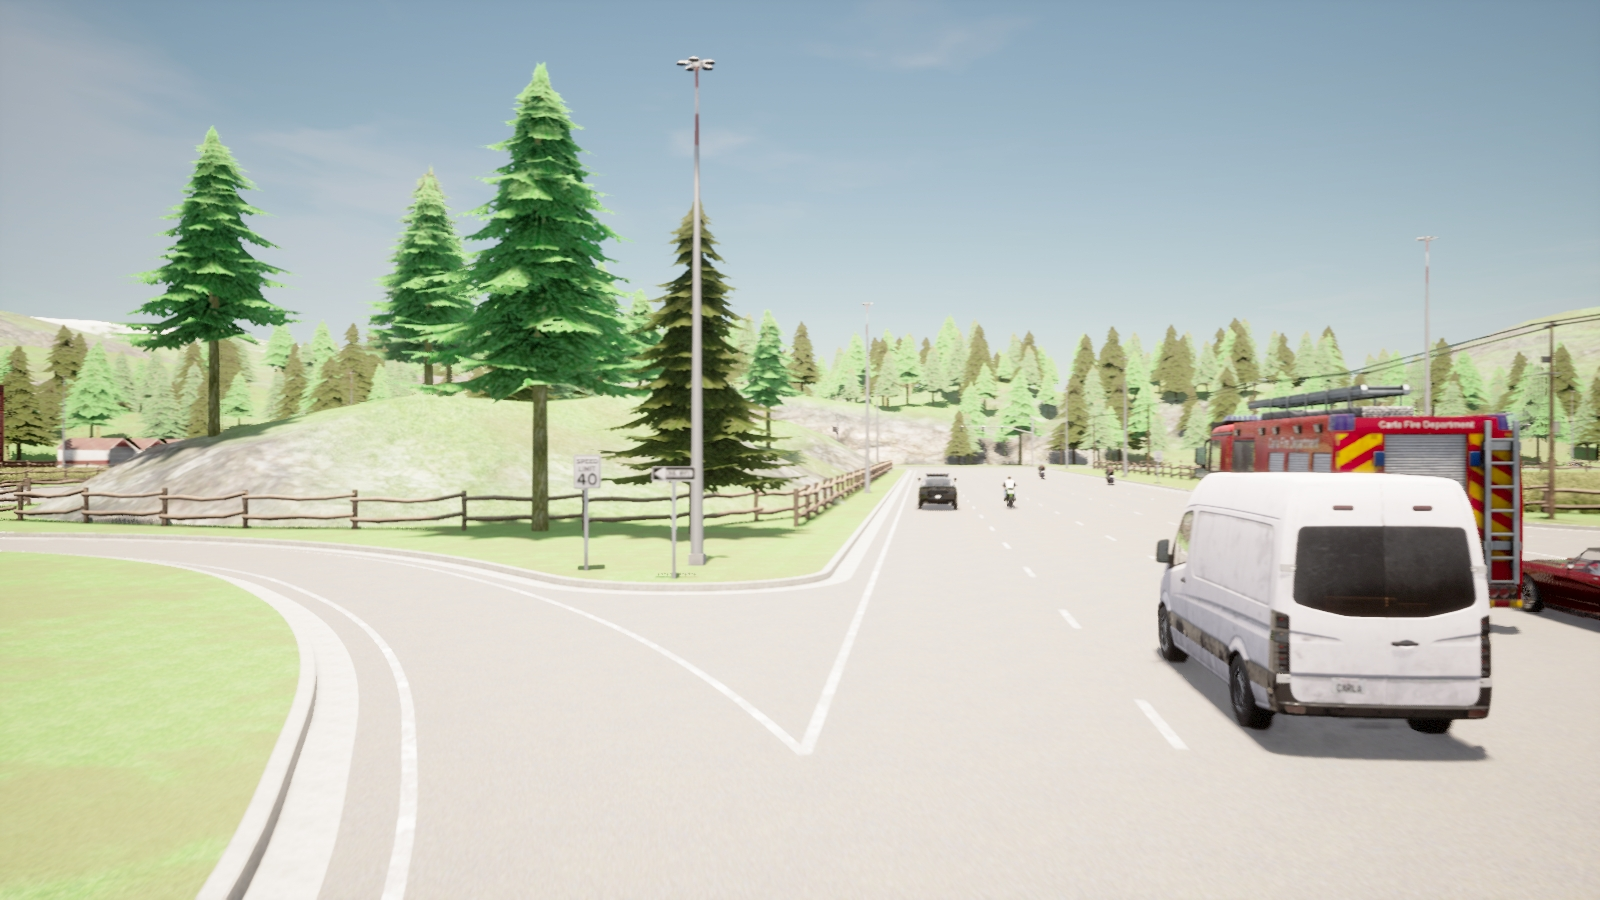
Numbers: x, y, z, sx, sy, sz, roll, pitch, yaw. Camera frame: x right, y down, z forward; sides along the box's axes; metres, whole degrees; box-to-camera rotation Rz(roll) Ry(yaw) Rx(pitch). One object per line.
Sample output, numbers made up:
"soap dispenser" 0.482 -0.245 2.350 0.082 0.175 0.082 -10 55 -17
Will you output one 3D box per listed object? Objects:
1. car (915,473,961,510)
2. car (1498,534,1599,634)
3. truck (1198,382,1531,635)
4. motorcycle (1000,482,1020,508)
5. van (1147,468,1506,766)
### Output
"car" 6.710 1.979 55.811 2.097 1.638 5.238 0 0 6
"car" 13.167 2.149 17.970 1.895 1.301 4.718 0 0 6
"truck" 10.049 0.886 21.619 2.891 3.827 8.468 0 0 6
"motorcycle" 10.223 2.181 55.724 0.803 1.199 2.033 0 0 6
"van" 5.612 1.532 13.210 1.988 2.561 5.915 0 0 6
